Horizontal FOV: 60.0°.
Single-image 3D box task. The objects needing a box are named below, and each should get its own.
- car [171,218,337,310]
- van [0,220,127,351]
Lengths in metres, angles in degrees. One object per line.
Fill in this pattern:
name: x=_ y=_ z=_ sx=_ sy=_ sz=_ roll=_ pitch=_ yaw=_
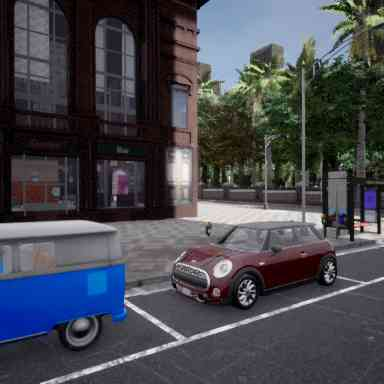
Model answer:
car: x=1.509 y=1.439 z=7.729 sx=4.097 sy=1.590 sz=1.967 roll=0 pitch=0 yaw=-35
van: x=-2.909 y=1.341 z=4.579 sx=3.998 sy=1.788 sz=1.690 roll=0 pitch=0 yaw=-35
